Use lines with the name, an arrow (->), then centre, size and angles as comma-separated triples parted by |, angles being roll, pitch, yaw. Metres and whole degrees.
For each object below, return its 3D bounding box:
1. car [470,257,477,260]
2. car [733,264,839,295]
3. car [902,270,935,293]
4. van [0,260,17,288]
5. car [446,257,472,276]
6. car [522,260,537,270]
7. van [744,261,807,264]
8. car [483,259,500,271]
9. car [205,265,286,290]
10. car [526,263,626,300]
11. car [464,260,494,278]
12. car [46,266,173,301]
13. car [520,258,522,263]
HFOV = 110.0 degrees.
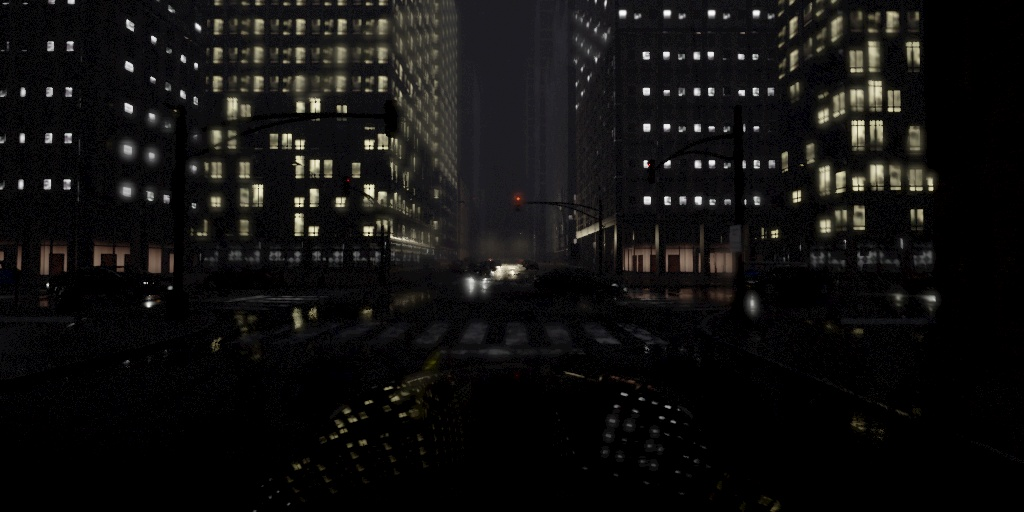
car -> -5.706, 1.089, 48.781 | 2.192, 1.841, 5.009 | 0, 0, 0
car -> 14.867, 1.324, 19.555 | 4.892, 1.490, 1.837 | 0, -1, 0
car -> 24.347, 1.316, 19.533 | 5.008, 1.535, 1.882 | 0, -1, 0
van -> -33.445, 1.135, 22.222 | 3.998, 1.789, 1.690 | 0, 0, 0
car -> -5.702, 1.208, 37.630 | 1.967, 1.591, 4.097 | 0, 0, 0
car -> 2.675, 1.357, 48.845 | 1.802, 1.307, 4.207 | 0, 0, 0
van -> 15.974, 1.213, 22.127 | 3.998, 1.789, 1.690 | 0, 0, 0
car -> -3.112, 1.322, 49.038 | 2.033, 1.411, 5.357 | 0, 0, 0
car -> -16.499, 1.258, 22.190 | 4.097, 1.591, 1.967 | 0, 0, 0
car -> 3.288, 1.284, 17.949 | 4.674, 1.442, 1.812 | 0, 1, 32
car -> -3.112, 1.329, 34.452 | 1.994, 1.385, 4.181 | 0, 0, 0
car -> -18.092, 1.193, 16.418 | 4.902, 1.511, 2.128 | 0, -1, 0
car -> 2.672, 1.306, 60.171 | 1.751, 1.417, 4.829 | 0, 0, 0
